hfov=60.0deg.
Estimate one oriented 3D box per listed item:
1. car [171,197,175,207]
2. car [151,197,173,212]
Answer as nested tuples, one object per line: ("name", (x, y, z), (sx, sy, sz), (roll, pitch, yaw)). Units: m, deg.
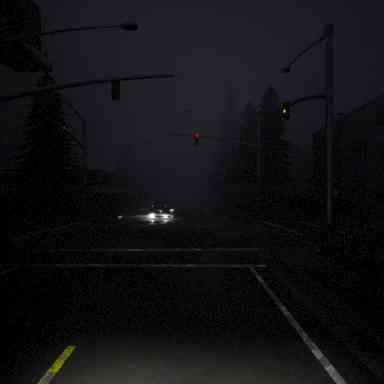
("car", (-3.557, 1.505, 48.310), (1.837, 1.490, 4.892), (0, 0, 0))
("car", (-3.579, 1.601, 38.185), (1.895, 1.301, 4.718), (0, 0, 0))
